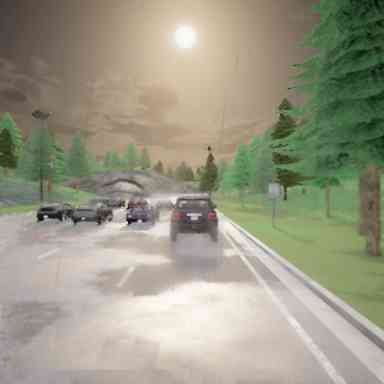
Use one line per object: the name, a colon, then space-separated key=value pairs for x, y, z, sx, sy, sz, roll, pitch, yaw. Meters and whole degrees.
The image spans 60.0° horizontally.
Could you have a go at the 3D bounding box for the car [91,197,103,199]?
car: x=-13.985 y=1.500 z=49.679 sx=2.128 sy=1.511 sz=4.902 roll=0 pitch=0 yaw=0

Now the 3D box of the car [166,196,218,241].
car: x=0.105 y=1.222 z=16.785 sx=2.150 sy=2.045 sz=5.566 roll=0 pitch=0 yaw=0

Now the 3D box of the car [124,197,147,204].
car: x=-6.887 y=1.359 z=42.549 sx=2.097 sy=1.767 sz=4.553 roll=0 pitch=0 yaw=0

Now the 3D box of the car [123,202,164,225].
car: x=-3.392 y=1.605 z=23.867 sx=1.895 sy=1.301 sz=4.718 roll=0 pitch=0 yaw=0

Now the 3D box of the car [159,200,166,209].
car: x=-3.388 y=1.608 z=42.268 sx=1.895 sy=1.301 sz=4.718 roll=0 pitch=0 yaw=0

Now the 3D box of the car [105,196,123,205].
car: x=-13.982 y=1.499 z=60.097 sx=2.128 sy=1.511 sz=4.902 roll=0 pitch=0 yaw=0

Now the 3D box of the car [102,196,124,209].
car: x=-10.386 y=1.500 z=46.078 sx=2.128 sy=1.511 sz=4.902 roll=0 pitch=0 yaw=0

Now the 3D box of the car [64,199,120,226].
car: x=-6.892 y=1.496 z=23.547 sx=2.128 sy=1.511 sz=4.902 roll=0 pitch=0 yaw=0

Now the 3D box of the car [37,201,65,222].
car: x=-10.392 y=1.510 z=26.074 sx=1.837 sy=1.490 sz=4.892 roll=0 pitch=0 yaw=0

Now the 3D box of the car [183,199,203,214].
car: x=0.111 y=1.554 z=37.238 sx=2.033 sy=1.411 sz=5.357 roll=0 pitch=0 yaw=0
